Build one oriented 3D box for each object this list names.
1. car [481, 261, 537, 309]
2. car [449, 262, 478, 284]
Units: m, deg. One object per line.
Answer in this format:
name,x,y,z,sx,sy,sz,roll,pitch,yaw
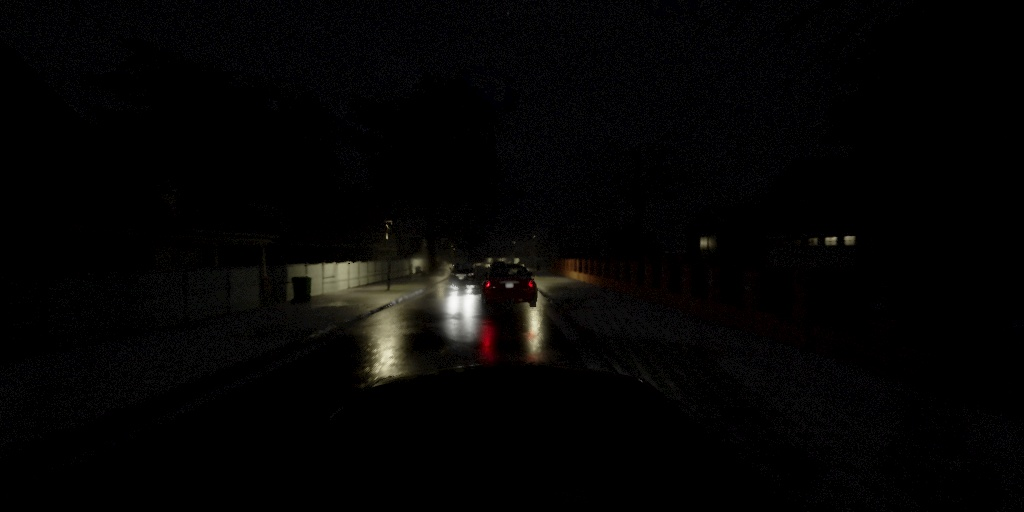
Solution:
car,-0.153,1.095,15.176,2.097,1.767,4.553,0,0,-2
car,-3.550,1.239,26.726,2.128,1.511,4.902,0,0,-3
